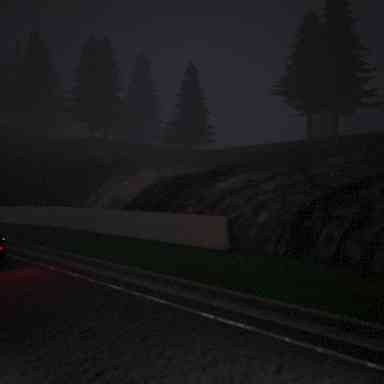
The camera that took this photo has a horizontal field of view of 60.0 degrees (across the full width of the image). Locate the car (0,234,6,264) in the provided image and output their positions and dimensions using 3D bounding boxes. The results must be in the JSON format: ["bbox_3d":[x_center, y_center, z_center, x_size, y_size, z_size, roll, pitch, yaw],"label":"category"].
[{"bbox_3d":[-7.508,1.506,10.495,4.674,1.442,1.812,0,0,40],"label":"car"}]
